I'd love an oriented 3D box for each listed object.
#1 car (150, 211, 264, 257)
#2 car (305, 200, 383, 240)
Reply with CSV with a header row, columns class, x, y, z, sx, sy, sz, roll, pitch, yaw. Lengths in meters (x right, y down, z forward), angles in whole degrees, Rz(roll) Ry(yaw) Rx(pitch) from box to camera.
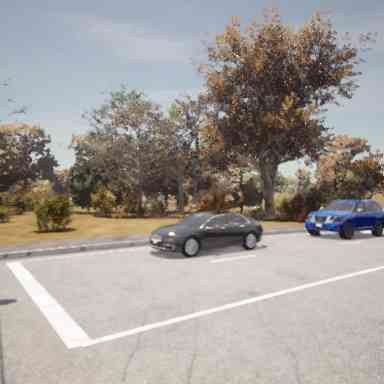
class,x,y,z,sx,sy,sz,roll,pitch,yaw
car,0.693,1.531,13.067,4.892,1.490,1.837,1,0,-35
car,8.829,1.462,18.869,5.566,2.045,2.150,2,-1,-36
